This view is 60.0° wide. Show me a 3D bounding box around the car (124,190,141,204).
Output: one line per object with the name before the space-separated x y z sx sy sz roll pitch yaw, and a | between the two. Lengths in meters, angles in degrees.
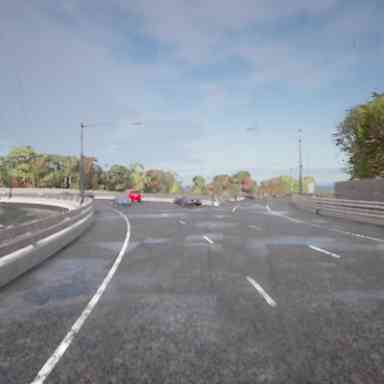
car | -9.607 0.729 51.481 2.150 2.045 5.566 -1 1 -29

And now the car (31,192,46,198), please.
car | -36.767 0.794 79.764 4.674 1.442 1.812 0 1 39

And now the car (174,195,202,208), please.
car | -0.586 1.096 40.309 2.033 1.411 5.357 -1 1 -22

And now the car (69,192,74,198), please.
car | -30.418 0.746 78.690 4.553 1.767 2.097 0 1 41

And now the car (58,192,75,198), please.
car | -32.143 0.667 85.018 4.892 1.490 1.837 0 1 39

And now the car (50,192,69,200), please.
car | -29.377 1.034 72.697 4.718 1.301 1.895 0 1 44

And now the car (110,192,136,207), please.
car | -9.226 1.147 42.934 2.033 1.411 5.357 -1 1 -25

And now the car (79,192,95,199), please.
car | -24.738 0.692 77.953 4.553 1.767 2.097 0 1 44
